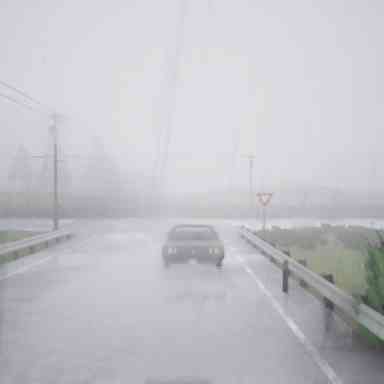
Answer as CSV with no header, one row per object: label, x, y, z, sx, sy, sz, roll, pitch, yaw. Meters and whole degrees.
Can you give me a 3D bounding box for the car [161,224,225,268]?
car,0.035,1.781,11.927,1.895,1.301,4.718,0,-1,0
